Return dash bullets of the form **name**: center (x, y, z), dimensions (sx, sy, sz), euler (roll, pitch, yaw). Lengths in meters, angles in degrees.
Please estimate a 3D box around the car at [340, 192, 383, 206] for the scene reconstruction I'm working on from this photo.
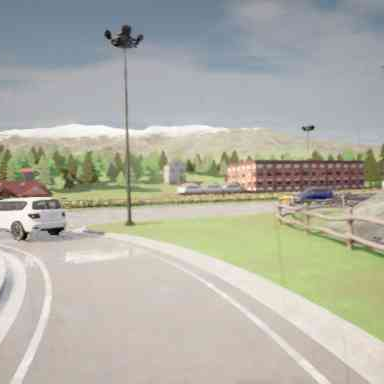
- **car**: center (18.159, 0.774, 34.521), dimensions (4.674, 1.442, 1.812), euler (-2, 0, -20)

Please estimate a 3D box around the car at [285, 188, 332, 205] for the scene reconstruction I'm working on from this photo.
- **car**: center (14.742, 0.517, 40.732), dimensions (5.566, 2.045, 2.150), euler (-2, 0, -20)

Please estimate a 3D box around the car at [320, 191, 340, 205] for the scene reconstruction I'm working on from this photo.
- **car**: center (17.322, 0.810, 37.934), dimensions (4.181, 1.385, 1.994), euler (-2, 0, -20)

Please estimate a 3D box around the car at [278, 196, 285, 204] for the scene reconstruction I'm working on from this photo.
- **car**: center (13.723, 0.777, 44.078), dimensions (5.008, 1.535, 1.882), euler (-2, 1, -20)

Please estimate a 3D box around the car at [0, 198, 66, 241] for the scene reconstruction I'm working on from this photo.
- **car**: center (-9.065, 1.340, 17.499), dimensions (5.566, 2.045, 2.150), euler (-1, -1, 31)
